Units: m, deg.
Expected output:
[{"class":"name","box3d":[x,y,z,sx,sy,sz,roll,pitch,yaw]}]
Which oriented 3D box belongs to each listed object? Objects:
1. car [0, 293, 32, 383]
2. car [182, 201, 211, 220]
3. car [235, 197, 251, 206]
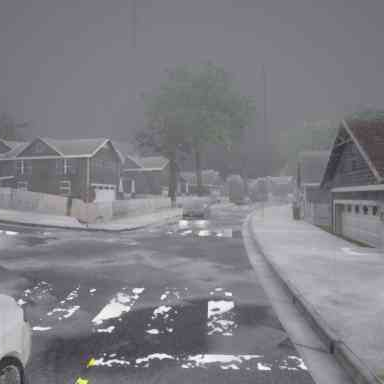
[{"class":"car","box3d":[-2.662,1.531,1.830,1.812,1.442,4.674,0,0,1]},{"class":"car","box3d":[0.451,1.552,28.513,1.837,1.490,4.892,-1,0,12]},{"class":"car","box3d":[8.186,1.536,53.353,1.837,1.490,4.892,-1,0,22]}]
